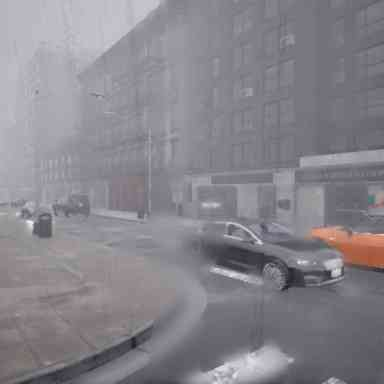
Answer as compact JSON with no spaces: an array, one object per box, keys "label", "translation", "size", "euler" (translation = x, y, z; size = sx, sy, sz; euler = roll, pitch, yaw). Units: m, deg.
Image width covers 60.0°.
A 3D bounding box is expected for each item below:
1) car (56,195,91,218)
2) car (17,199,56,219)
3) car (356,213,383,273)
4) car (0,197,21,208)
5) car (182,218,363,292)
[{"label":"car","translation":[-11.346,1.285,31.165],"size":[2.150,2.045,5.566],"euler":[0,0,-37]},{"label":"car","translation":[-14.043,1.601,29.851],"size":[1.812,1.442,4.674],"euler":[0,0,-37]},{"label":"car","translation":[5.323,1.345,9.248],"size":[2.097,1.767,4.553],"euler":[0,0,-37]},{"label":"car","translation":[-23.949,1.317,43.031],"size":[1.882,1.535,5.008],"euler":[0,0,-37]},{"label":"car","translation":[1.661,1.499,9.187],"size":[2.128,1.511,4.902],"euler":[0,0,-37]}]
